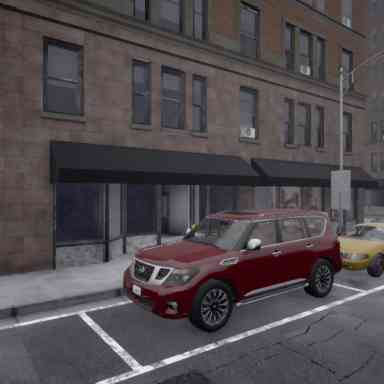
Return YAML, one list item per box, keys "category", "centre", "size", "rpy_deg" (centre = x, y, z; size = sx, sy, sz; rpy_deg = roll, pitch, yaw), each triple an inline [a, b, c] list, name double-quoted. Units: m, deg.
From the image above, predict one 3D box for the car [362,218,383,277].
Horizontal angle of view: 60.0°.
- category: "car"
  centre: [5.612, 1.525, 10.200]
  size: [4.829, 1.417, 1.752]
  rpy_deg: [0, 0, -35]

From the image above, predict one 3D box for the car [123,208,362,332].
- category: "car"
  centre: [1.127, 1.315, 7.003]
  size: [5.009, 1.841, 2.192]
  rpy_deg: [0, 0, -35]
